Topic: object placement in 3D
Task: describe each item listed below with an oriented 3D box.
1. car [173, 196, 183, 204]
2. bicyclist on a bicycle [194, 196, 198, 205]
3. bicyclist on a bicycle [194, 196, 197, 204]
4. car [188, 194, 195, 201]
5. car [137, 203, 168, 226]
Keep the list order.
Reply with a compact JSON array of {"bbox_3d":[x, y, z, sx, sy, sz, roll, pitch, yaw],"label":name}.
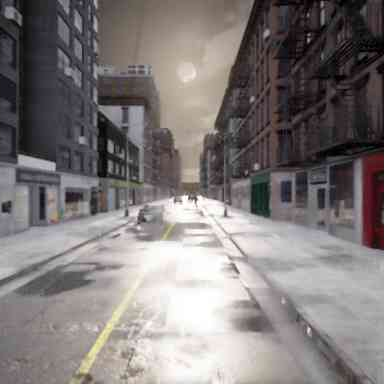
[{"bbox_3d":[-2.797,1.661,66.696,1.837,1.490,4.892,0,0,0],"label":"car"},{"bbox_3d":[0.718,1.521,57.138,0.659,1.776,1.843,0,0,0],"label":"bicyclist on a bicycle"},{"bbox_3d":[0.714,1.616,66.331,0.582,1.620,1.656,0,-1,0],"label":"bicyclist on a bicycle"},{"bbox_3d":[-0.055,1.364,84.287,2.097,1.767,4.553,0,0,0],"label":"car"},{"bbox_3d":[-2.864,1.570,24.578,2.128,1.511,4.902,0,0,0],"label":"car"}]
